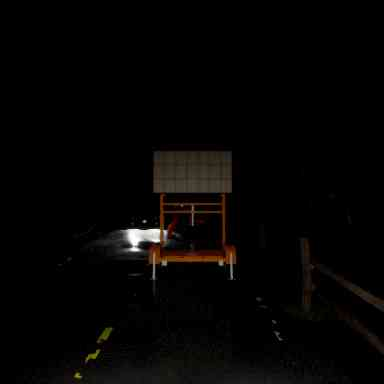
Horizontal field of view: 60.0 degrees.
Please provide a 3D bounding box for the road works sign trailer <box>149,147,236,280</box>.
[{"bbox_3d":[0.022,0.464,9.917,2.380,3.560,2.880,0,0,0],"label":"road works sign trailer"}]

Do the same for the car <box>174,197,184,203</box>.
[{"bbox_3d":[-2.596,1.706,67.586,2.033,1.411,5.357,0,0,0],"label":"car"}]

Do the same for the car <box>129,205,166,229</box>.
[{"bbox_3d":[-2.801,1.566,21.647,1.994,1.385,4.181,0,0,0],"label":"car"}]
